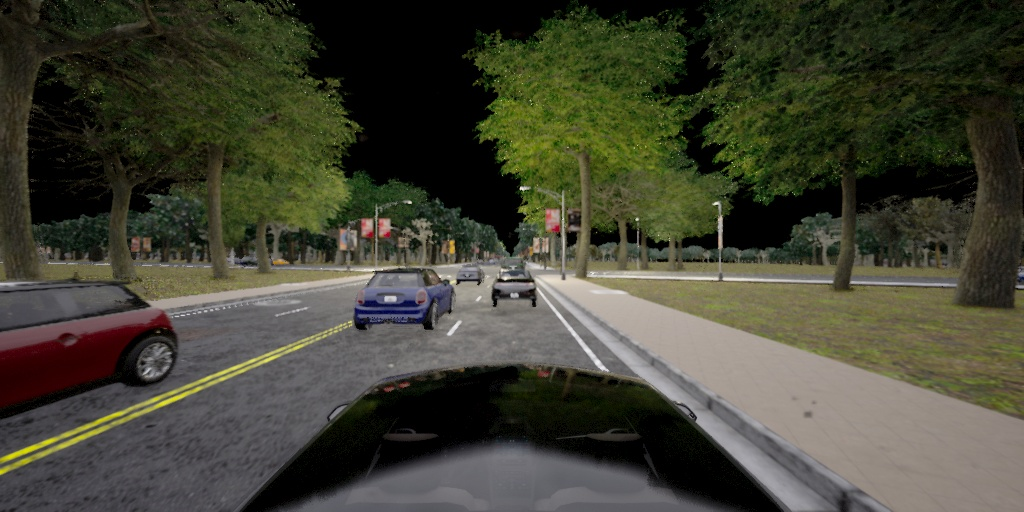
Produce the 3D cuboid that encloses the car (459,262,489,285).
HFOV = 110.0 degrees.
[{"bbox_3d":[-3.148,1.438,27.776,2.033,1.411,5.357,0,0,0],"label":"car"}]

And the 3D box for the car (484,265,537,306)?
[{"bbox_3d":[0.101,1.316,16.204,2.128,1.511,4.902,0,0,0],"label":"car"}]

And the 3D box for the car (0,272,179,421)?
[{"bbox_3d":[-6.600,1.113,3.996,2.097,1.767,4.553,0,0,0],"label":"car"}]

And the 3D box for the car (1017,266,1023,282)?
[{"bbox_3d":[49.282,1.813,32.871,5.357,1.411,2.033,0,0,23],"label":"car"}]

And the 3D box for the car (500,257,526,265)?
[{"bbox_3d":[0.102,1.135,32.001,2.150,2.045,5.566,0,0,0],"label":"car"}]

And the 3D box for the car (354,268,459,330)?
[{"bbox_3d":[-3.148,1.151,11.402,2.097,1.767,4.553,0,0,0],"label":"car"}]
